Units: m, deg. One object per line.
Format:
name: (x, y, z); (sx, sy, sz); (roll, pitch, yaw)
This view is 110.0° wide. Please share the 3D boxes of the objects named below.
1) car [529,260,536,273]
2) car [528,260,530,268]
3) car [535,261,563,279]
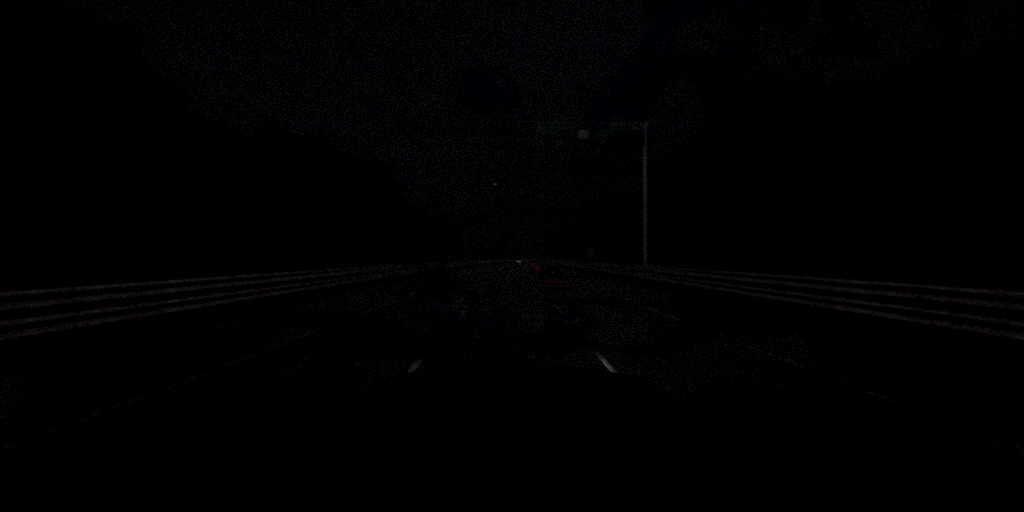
car: (3.535, 1.397, 44.145); (1.994, 1.385, 4.181); (0, 0, 0)
car: (3.674, 1.451, 55.048); (1.994, 1.385, 4.181); (0, 0, 1)
car: (3.509, 1.269, 33.204); (1.882, 1.535, 5.008); (0, 0, 0)
